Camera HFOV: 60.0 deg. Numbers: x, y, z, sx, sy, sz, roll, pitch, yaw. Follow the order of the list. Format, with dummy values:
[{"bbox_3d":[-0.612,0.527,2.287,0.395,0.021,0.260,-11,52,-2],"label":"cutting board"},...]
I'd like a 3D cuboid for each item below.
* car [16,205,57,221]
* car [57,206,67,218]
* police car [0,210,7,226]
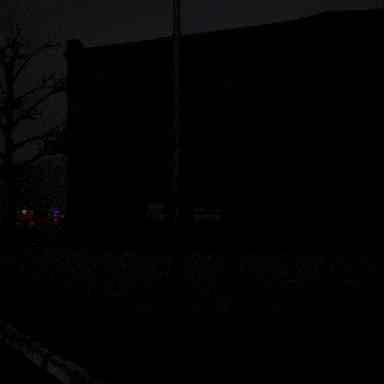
[{"bbox_3d":[-17.302,2.247,36.733,2.097,1.767,4.553,0,-1,4],"label":"car"},{"bbox_3d":[-16.511,2.553,42.308,1.812,1.442,4.674,0,-1,12],"label":"car"},{"bbox_3d":[-16.900,2.109,27.552,1.930,1.638,5.238,0,-1,-9],"label":"police car"}]
